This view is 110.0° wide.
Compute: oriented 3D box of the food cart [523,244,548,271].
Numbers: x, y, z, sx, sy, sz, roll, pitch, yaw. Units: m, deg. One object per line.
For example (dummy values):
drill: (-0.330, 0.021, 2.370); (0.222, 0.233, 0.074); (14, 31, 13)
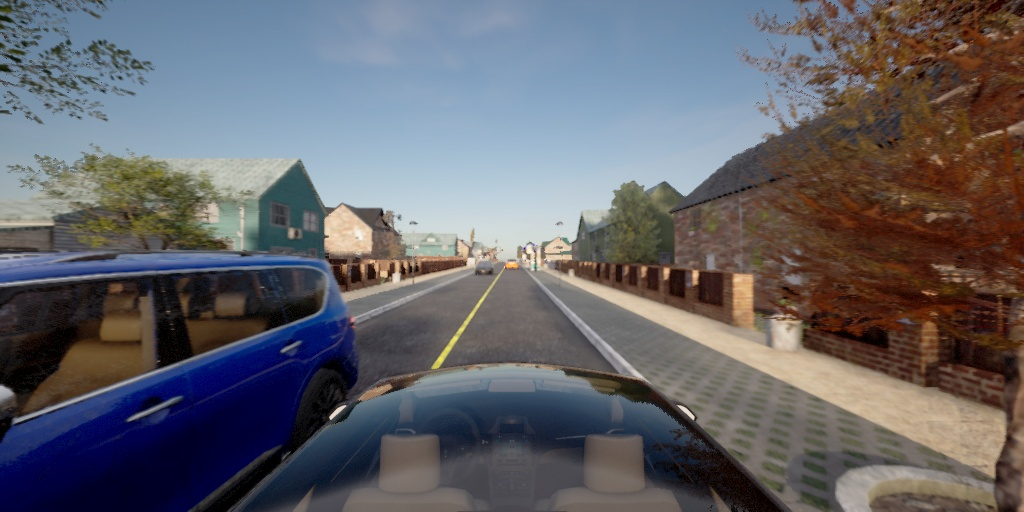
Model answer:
food cart: (3.012, 0.291, 46.936); (2.280, 3.560, 4.660); (0, 0, 0)

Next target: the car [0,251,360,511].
car: (-2.836, 0.974, 1.921); (2.150, 2.045, 5.566); (0, 0, 0)

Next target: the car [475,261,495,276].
car: (-2.834, 1.280, 38.074); (1.882, 1.535, 5.008); (0, 0, 0)

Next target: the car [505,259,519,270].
car: (0.003, 1.206, 55.987); (2.097, 1.767, 4.553); (0, 0, 0)
